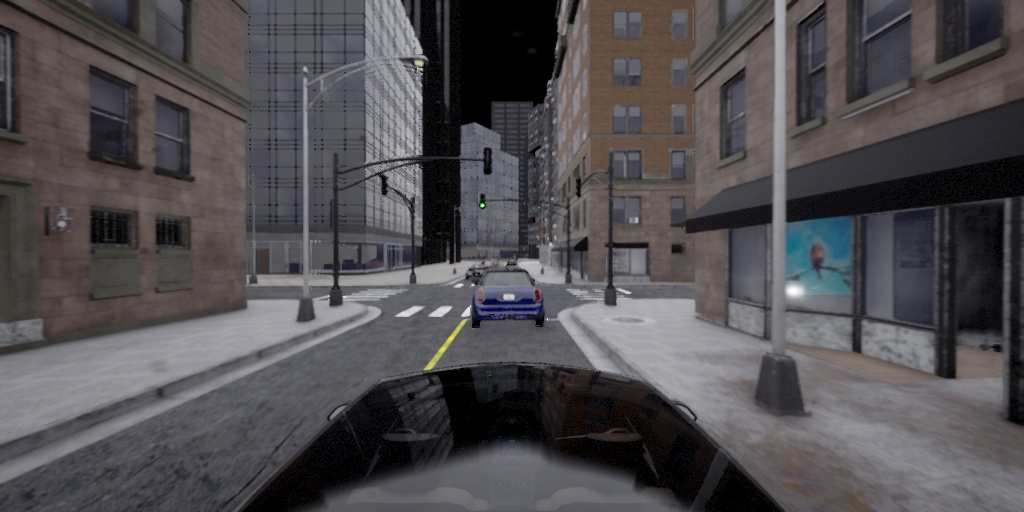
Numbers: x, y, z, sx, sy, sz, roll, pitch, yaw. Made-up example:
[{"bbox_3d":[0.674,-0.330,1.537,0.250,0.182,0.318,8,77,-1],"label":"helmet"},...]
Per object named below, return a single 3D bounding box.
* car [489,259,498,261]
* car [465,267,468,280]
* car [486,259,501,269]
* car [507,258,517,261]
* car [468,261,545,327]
[{"bbox_3d":[-3.087,1.316,45.170,1.882,1.535,5.008,0,0,0],"label":"car"},{"bbox_3d":[-3.098,1.429,33.023,1.994,1.385,4.181,0,0,0],"label":"car"},{"bbox_3d":[-3.051,1.247,59.709,2.128,1.511,4.902,0,1,1],"label":"car"},{"bbox_3d":[-0.003,1.242,62.788,1.837,1.490,4.892,0,0,0],"label":"car"},{"bbox_3d":[-0.268,1.158,11.924,2.097,1.767,4.553,0,0,-5],"label":"car"}]
